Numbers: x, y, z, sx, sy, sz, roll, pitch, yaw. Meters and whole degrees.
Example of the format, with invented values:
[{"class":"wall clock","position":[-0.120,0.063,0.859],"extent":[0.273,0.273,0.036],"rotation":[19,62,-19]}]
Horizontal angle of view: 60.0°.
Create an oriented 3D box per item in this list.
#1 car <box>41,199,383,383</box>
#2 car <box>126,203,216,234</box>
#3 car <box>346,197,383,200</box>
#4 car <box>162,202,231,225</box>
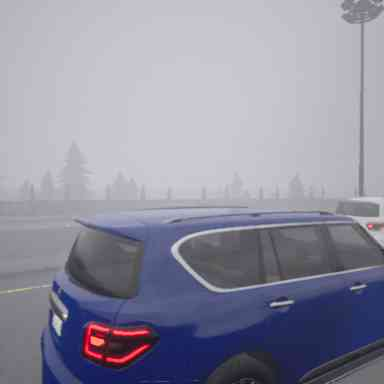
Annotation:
[{"class":"car","position":[1.091,1.211,4.312],"extent":[5.566,2.045,2.150],"rotation":[0,0,-33]},{"class":"car","position":[-1.182,1.458,19.399],"extent":[4.892,1.490,1.837],"rotation":[0,0,-29]},{"class":"car","position":[7.404,1.210,11.933],"extent":[5.566,2.045,2.150],"rotation":[0,0,-27]},{"class":"car","position":[0.346,1.478,24.163],"extent":[4.674,1.442,1.812],"rotation":[0,0,-27]}]
